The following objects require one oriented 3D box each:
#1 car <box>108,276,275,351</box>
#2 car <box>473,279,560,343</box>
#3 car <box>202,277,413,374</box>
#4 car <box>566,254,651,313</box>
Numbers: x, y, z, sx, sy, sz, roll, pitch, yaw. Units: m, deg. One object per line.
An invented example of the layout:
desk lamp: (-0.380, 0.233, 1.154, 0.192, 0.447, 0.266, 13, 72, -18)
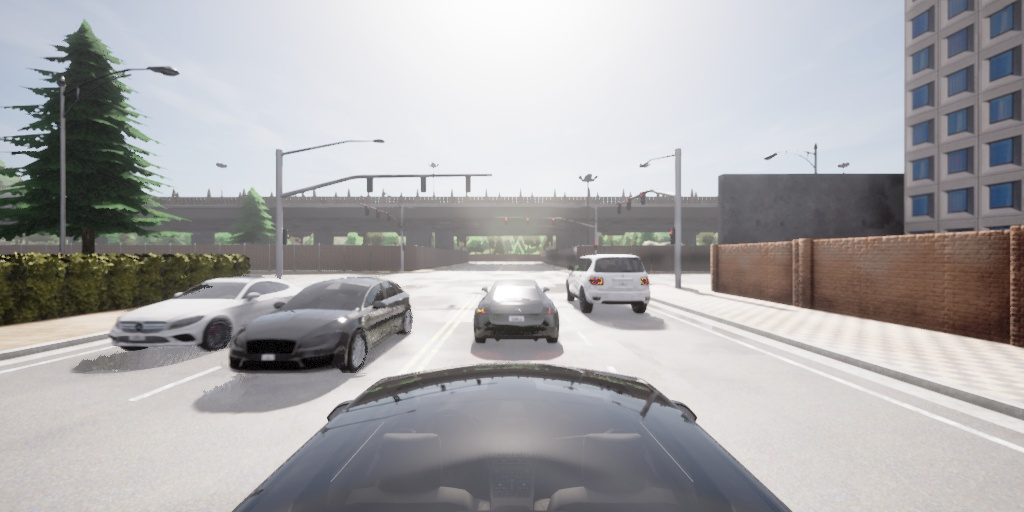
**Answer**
car: (-7.031, 1.269, 9.080, 1.812, 1.442, 4.674, 0, 0, 1)
car: (0.099, 1.307, 9.655, 1.994, 1.385, 4.181, 0, 0, 0)
car: (-3.541, 1.252, 7.670, 1.837, 1.490, 4.892, 0, 0, 0)
car: (3.499, 0.961, 13.997, 2.150, 2.045, 5.566, 0, 0, 0)
